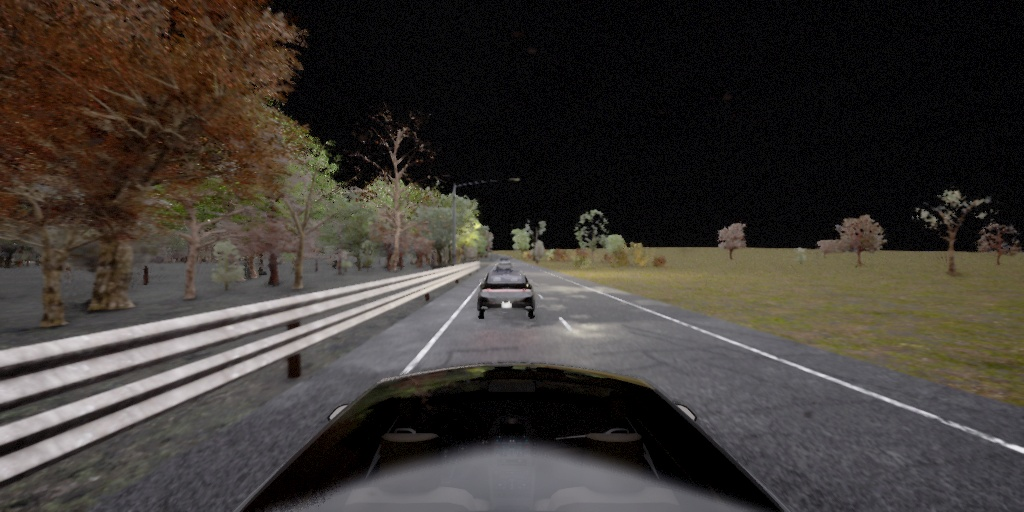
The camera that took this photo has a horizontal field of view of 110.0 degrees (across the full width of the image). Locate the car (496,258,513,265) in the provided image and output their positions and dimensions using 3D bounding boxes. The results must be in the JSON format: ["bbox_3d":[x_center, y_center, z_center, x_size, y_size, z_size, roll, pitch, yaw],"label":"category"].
[{"bbox_3d":[-0.880,1.300,43.067,2.128,1.511,4.902,0,0,-1],"label":"car"}]

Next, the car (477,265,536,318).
[{"bbox_3d":[-0.215,1.257,13.069,2.128,1.511,4.902,0,0,-1],"label":"car"}]
